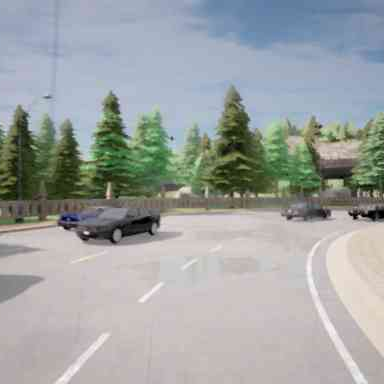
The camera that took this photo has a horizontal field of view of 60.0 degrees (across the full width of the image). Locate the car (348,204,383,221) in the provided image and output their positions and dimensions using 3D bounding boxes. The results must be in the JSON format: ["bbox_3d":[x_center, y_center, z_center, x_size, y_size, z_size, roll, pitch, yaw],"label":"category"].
[{"bbox_3d":[14.959,1.634,27.254,4.718,1.301,1.895,0,0,-33],"label":"car"}]

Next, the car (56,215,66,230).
[{"bbox_3d":[-5.592,1.517,19.717,1.895,1.301,4.718,0,0,27],"label":"car"}]

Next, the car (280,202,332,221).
[{"bbox_3d":[9.321,1.543,27.056,5.357,1.411,2.033,0,0,-41],"label":"car"}]

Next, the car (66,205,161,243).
[{"bbox_3d":[-3.334,1.418,16.010,1.882,1.535,5.008,0,0,24],"label":"car"}]
